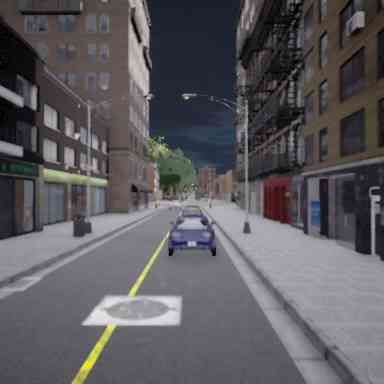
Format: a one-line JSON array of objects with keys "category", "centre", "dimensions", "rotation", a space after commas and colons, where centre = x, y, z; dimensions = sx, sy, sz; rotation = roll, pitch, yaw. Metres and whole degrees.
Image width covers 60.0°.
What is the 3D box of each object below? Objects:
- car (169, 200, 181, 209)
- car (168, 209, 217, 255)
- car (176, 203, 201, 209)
[{"category": "car", "centre": [-2.775, 2.106, 55.179], "dimensions": [1.812, 1.442, 4.674], "rotation": [0, -1, 1]}, {"category": "car", "centre": [0.024, 1.665, 13.909], "dimensions": [1.812, 1.442, 4.674], "rotation": [0, 0, 1]}, {"category": "car", "centre": [0.009, 1.828, 27.540], "dimensions": [2.033, 1.411, 5.357], "rotation": [0, -1, 0]}]
